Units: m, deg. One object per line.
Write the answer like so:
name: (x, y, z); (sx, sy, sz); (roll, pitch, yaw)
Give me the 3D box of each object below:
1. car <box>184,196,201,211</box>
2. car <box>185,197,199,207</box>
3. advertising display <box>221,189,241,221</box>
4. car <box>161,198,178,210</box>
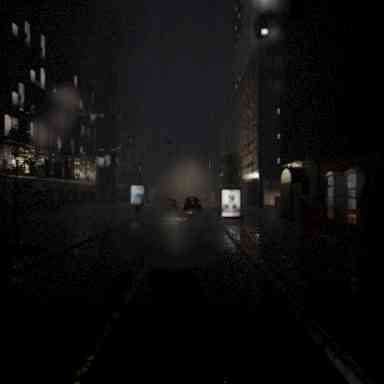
car: (0.055, 1.337, 41.378); (2.097, 1.767, 4.553); (0, 0, 0)
car: (0.001, 1.541, 52.858); (2.033, 1.411, 5.357); (0, 0, 0)
advertising display: (3.011, 1.000, 25.754); (1.540, 2.440, 0.280); (0, 0, 0)
car: (-2.836, 1.512, 42.980); (1.812, 1.442, 4.674); (0, 0, 0)
